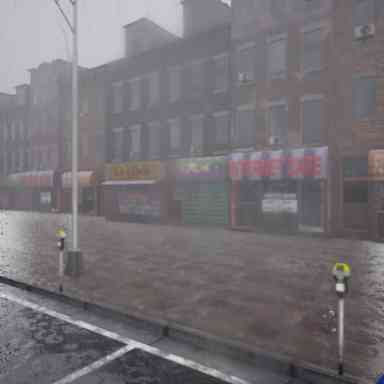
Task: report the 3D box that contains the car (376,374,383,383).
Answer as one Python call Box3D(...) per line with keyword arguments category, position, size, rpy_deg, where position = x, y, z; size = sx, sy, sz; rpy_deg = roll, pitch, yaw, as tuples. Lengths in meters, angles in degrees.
Box3D(category="car", position=(3.282, 1.476, 0.931), size=(5.008, 1.535, 1.882), rpy_deg=(0, 0, 36))
